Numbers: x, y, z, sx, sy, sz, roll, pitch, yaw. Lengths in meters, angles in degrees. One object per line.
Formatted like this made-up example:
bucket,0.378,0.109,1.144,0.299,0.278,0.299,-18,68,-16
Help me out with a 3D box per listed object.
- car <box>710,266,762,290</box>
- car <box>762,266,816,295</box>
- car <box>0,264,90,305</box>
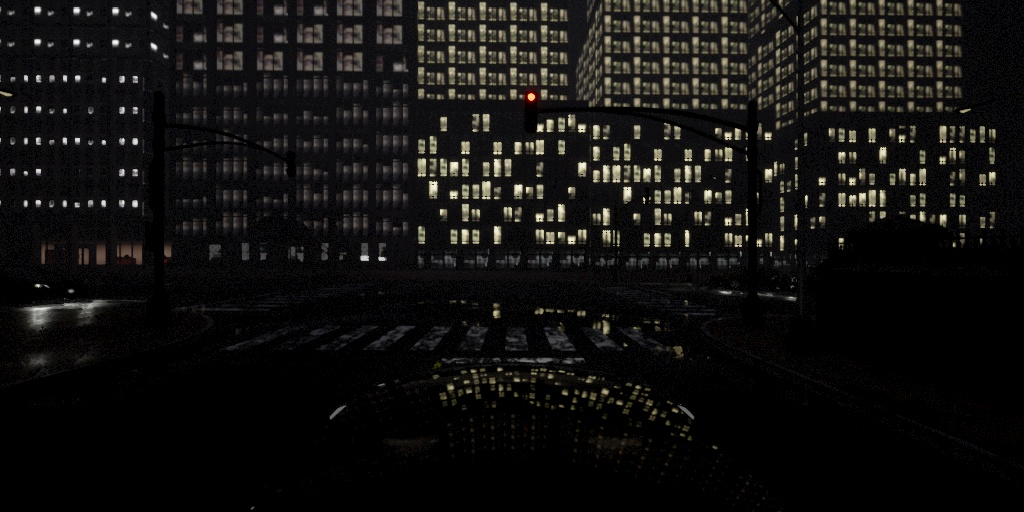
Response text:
car,16.124,1.453,24.335,5.008,1.535,1.882,1,0,-1
car,17.889,1.342,21.112,4.553,1.767,2.097,1,0,-1
car,-19.356,1.043,13.817,4.674,1.442,1.812,1,0,-1
